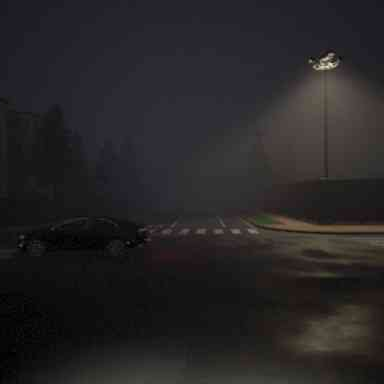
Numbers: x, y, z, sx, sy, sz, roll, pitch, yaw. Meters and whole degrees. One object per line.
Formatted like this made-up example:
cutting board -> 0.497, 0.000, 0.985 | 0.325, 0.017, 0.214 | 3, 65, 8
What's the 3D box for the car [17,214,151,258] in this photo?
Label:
car -> -4.058, 1.626, 12.750 | 4.902, 1.511, 2.128 | 0, -1, 2
